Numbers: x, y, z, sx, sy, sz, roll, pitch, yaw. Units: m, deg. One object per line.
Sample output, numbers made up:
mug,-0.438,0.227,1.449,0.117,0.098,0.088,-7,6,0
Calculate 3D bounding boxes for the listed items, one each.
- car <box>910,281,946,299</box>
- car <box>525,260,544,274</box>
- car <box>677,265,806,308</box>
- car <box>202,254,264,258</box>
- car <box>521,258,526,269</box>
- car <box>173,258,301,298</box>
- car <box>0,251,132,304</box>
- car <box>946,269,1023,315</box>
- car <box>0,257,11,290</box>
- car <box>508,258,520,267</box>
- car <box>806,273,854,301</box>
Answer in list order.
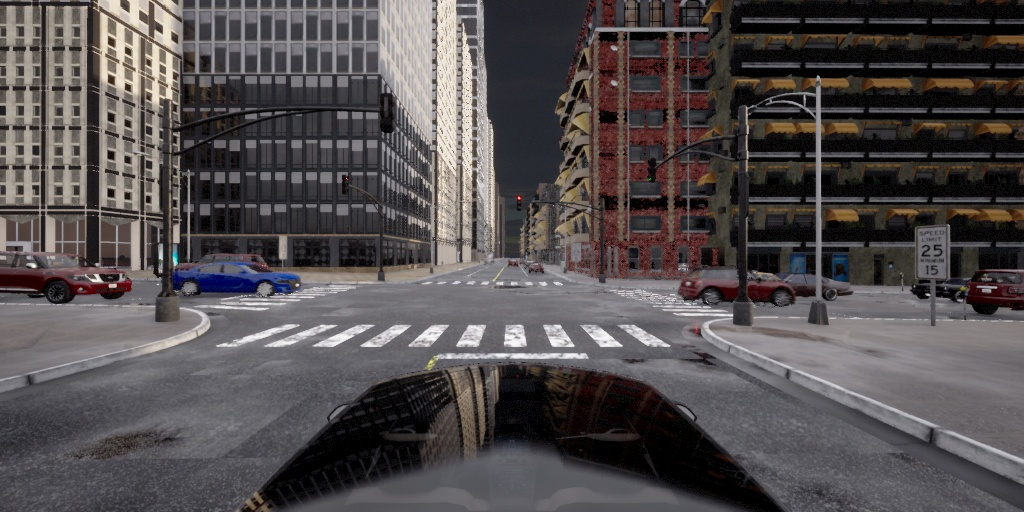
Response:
car,24.889,1.839,19.567,4.718,1.301,1.895,1,0,-1
car,2.799,1.341,41.798,1.802,1.307,4.207,0,0,0
car,10.096,1.311,16.260,4.553,1.767,2.097,1,0,0
car,-17.681,0.776,21.848,5.009,1.841,2.192,0,0,0
car,2.767,1.317,54.715,2.007,1.370,4.403,0,0,0
car,-12.393,1.023,16.359,5.008,1.535,1.882,1,0,-4
car,-17.558,0.757,13.469,5.009,1.841,2.192,0,0,0
car,20.616,1.461,13.778,5.009,1.841,2.192,0,0,0
car,-26.215,0.764,16.001,5.008,1.535,1.882,1,0,0
car,0.191,1.252,65.093,1.882,1.535,5.008,0,0,0
car,15.259,1.610,19.496,5.357,1.411,2.033,1,0,0
